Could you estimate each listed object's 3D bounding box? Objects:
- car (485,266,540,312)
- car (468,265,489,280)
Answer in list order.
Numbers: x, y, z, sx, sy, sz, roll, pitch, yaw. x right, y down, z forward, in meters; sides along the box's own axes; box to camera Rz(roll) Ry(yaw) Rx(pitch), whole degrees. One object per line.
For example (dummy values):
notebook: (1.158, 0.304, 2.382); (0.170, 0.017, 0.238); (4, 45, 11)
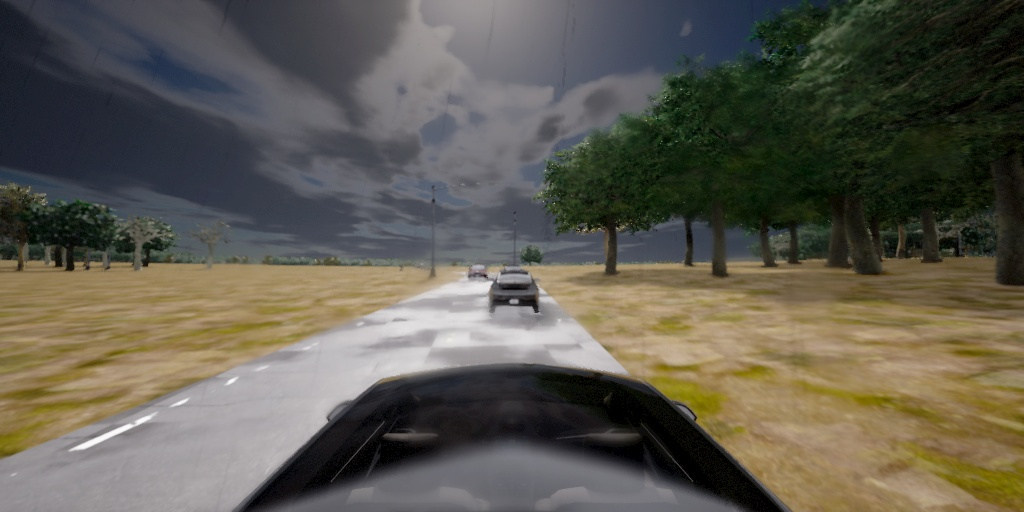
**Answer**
car: (0.093, 1.318, 14.654); (1.837, 1.490, 4.892); (0, 0, 0)
car: (-3.328, 1.585, 35.780); (1.812, 1.442, 4.674); (0, -1, -3)
